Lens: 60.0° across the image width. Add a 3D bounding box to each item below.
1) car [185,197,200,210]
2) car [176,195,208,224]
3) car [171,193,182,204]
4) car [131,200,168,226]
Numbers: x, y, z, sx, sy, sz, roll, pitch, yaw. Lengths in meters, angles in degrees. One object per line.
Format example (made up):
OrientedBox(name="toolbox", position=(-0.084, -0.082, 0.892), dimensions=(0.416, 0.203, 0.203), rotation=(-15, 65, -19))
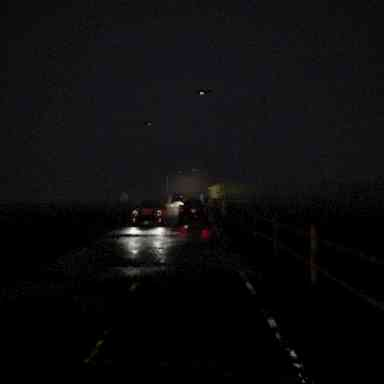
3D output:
OrientedBox(name="car", position=(0.085, 1.486, 42.685), dimensions=(1.837, 1.490, 4.892), rotation=(0, 0, 0))
OrientedBox(name="car", position=(0.091, 1.339, 25.080), dimensions=(2.097, 1.767, 4.553), rotation=(0, 0, 0))
OrientedBox(name="car", position=(-2.792, 1.200, 63.957), dimensions=(2.150, 2.045, 5.566), rotation=(0, 0, 0))
OrientedBox(name="car", position=(-2.858, 1.340, 23.031), dimensions=(2.097, 1.767, 4.553), rotation=(0, 0, 0))
